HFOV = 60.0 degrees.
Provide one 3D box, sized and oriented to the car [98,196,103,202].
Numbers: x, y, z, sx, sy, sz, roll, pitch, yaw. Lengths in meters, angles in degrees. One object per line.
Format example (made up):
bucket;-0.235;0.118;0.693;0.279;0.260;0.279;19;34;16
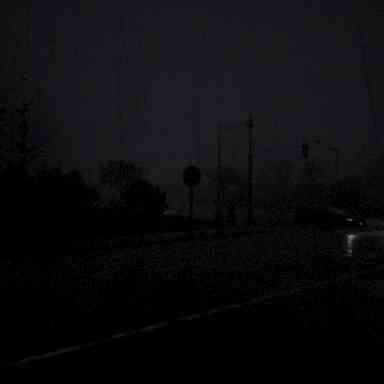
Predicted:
car;-19.165;1.239;65.494;1.812;1.442;4.674;0;1;-37

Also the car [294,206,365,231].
car;8.924;1.649;21.969;1.812;1.442;4.674;0;0;-32
